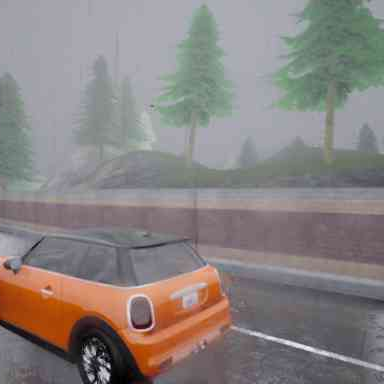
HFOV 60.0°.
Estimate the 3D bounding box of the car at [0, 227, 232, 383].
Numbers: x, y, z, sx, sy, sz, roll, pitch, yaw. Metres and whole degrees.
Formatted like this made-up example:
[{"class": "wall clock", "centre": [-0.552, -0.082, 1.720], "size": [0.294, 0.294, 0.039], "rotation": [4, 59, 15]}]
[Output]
[{"class": "car", "centre": [-1.708, 1.366, 5.435], "size": [4.553, 1.767, 2.097], "rotation": [0, 0, 37]}]
